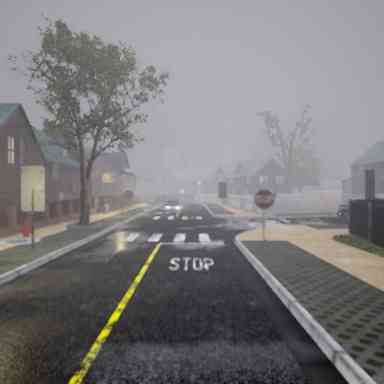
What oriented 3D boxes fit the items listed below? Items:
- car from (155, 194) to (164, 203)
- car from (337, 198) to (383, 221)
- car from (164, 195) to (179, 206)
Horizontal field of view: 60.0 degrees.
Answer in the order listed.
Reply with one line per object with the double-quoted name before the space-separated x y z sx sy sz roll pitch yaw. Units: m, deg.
"car" -5.996 1.268 67.565 2.097 1.767 4.553 0 -1 -21
"car" 11.666 1.126 20.871 4.902 1.511 2.128 -1 0 -2
"car" -2.945 1.453 51.724 1.895 1.301 4.718 0 0 -1
